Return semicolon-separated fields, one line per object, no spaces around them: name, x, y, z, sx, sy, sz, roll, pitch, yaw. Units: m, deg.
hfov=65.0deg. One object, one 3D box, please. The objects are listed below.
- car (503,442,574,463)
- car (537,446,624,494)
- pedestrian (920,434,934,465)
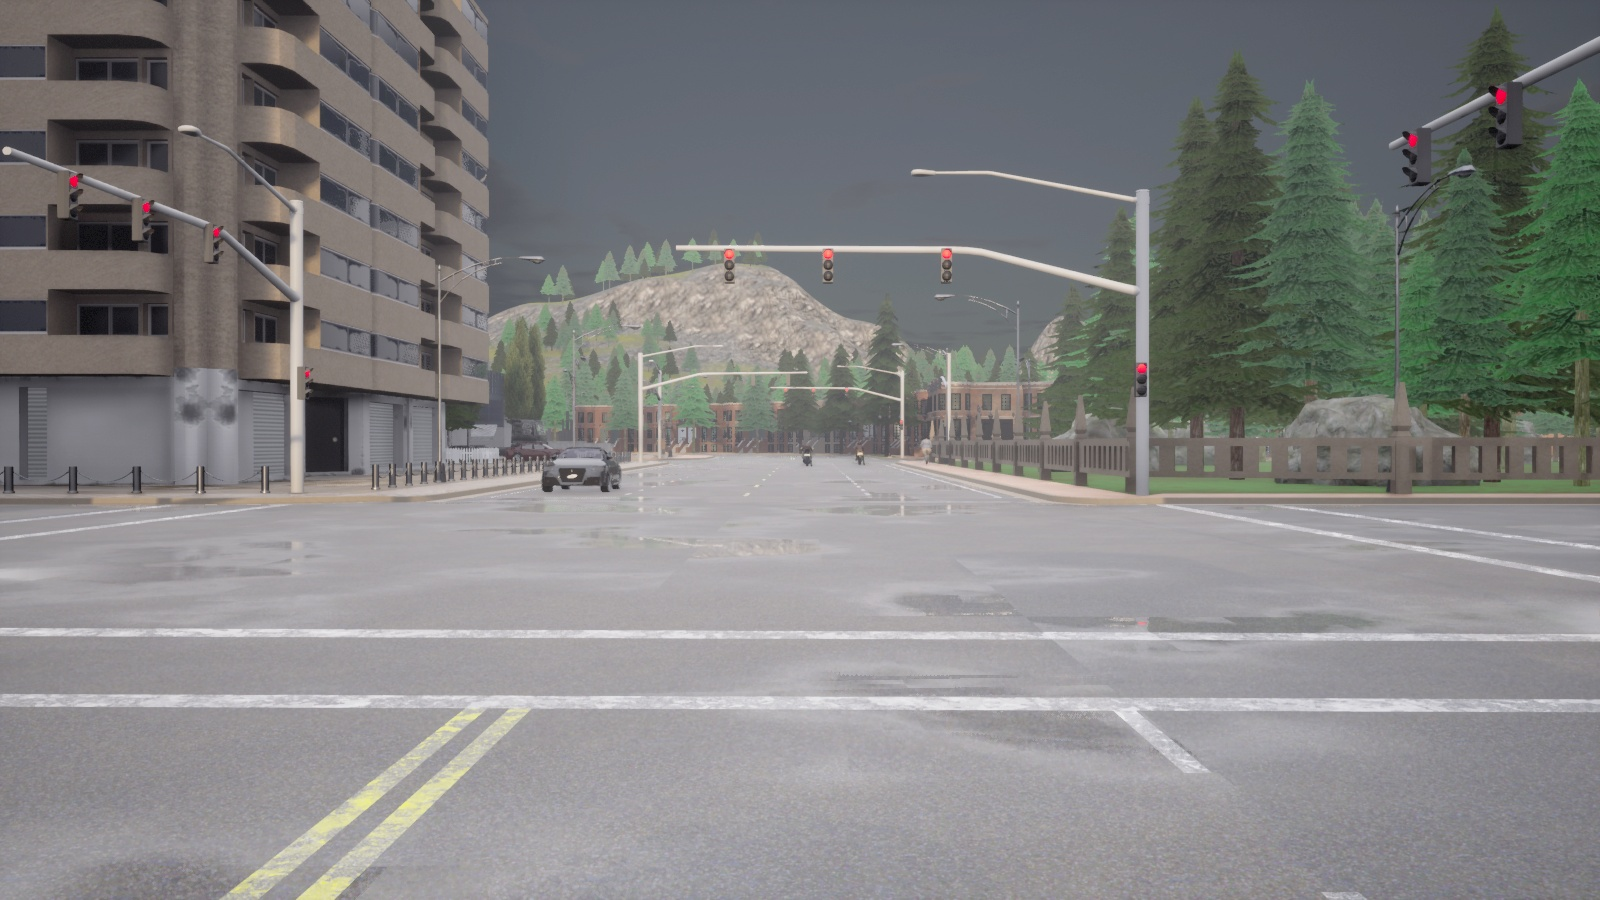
car;-19.808;0.170;95.341;5.008;1.535;1.882;0;0;0
car;-6.774;0.583;39.226;1.994;1.385;4.181;0;0;0
pedestrian;7.828;-0.026;77.511;0.874;1.855;0.900;0;0;6
